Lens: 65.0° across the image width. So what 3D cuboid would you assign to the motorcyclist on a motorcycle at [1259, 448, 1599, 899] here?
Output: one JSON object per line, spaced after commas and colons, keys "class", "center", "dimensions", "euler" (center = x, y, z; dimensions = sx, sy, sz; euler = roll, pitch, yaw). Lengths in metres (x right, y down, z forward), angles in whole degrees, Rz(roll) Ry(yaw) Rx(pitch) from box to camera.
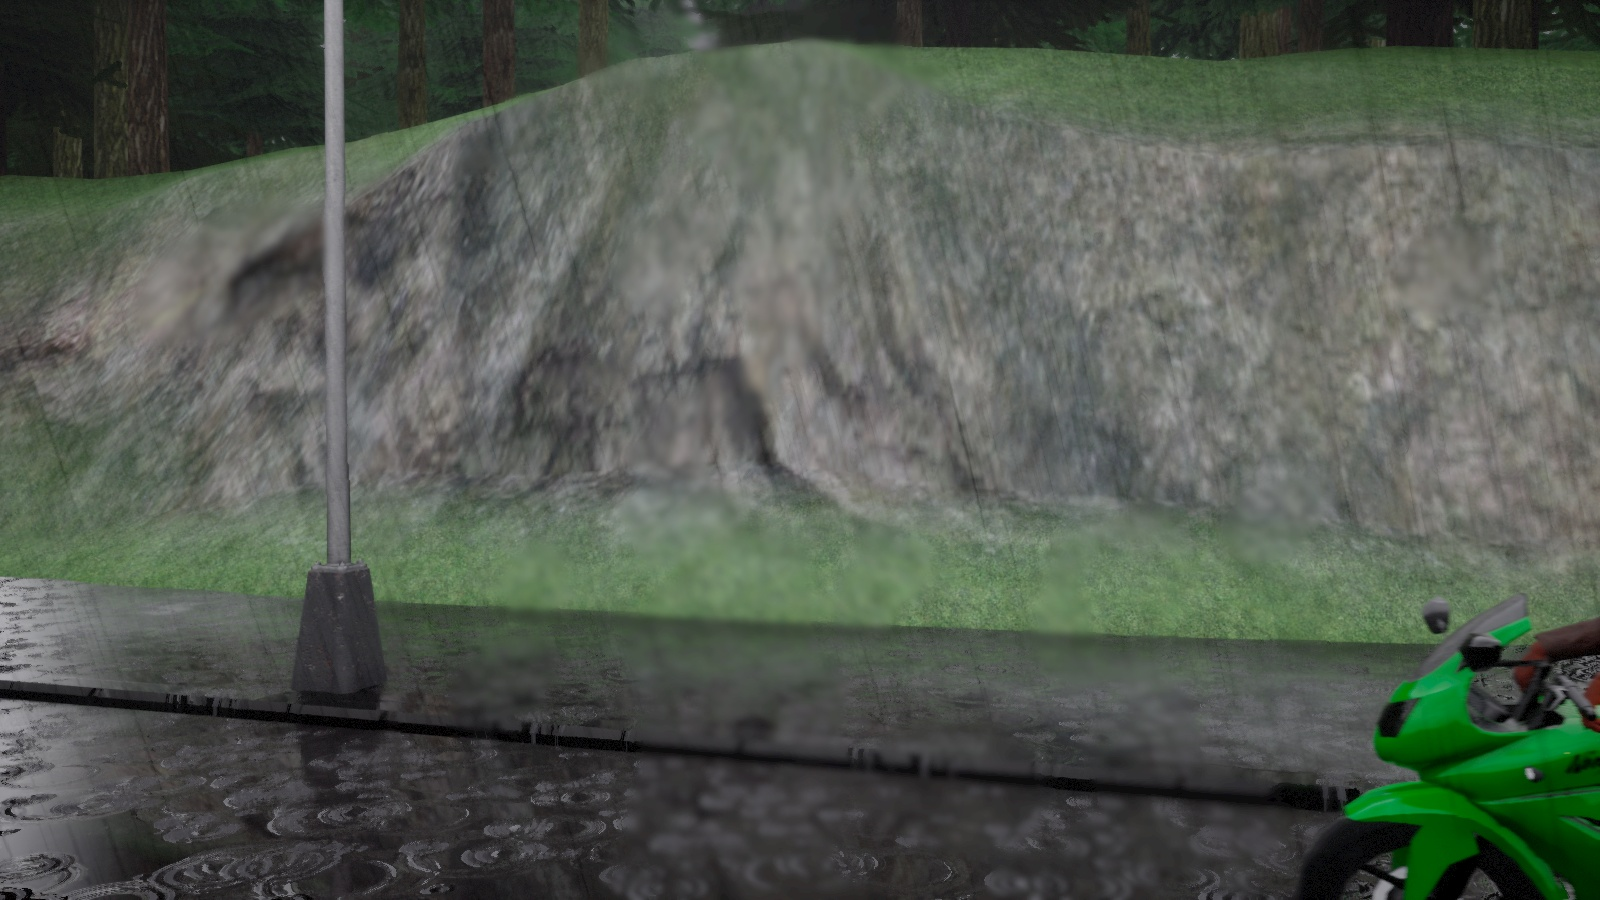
{"class": "motorcyclist on a motorcycle", "center": [2.196, 0.769, 2.984], "dimensions": [2.044, 1.523, 0.797], "euler": [1, 1, 19]}
